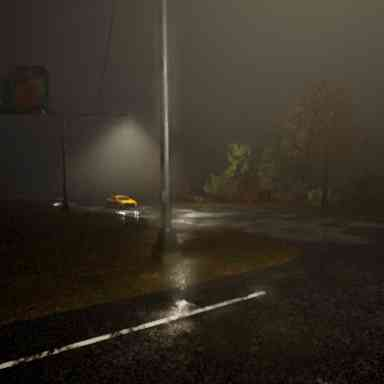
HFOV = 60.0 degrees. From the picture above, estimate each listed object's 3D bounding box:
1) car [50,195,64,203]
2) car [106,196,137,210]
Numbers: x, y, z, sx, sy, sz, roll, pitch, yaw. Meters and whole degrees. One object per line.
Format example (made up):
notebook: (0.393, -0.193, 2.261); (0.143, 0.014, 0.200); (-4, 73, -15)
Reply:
car: (-23.708, 1.207, 59.043); (1.895, 1.301, 4.718); (-1, 1, -36)
car: (-7.932, 1.157, 37.134); (1.882, 1.535, 5.008); (-1, 1, -36)
